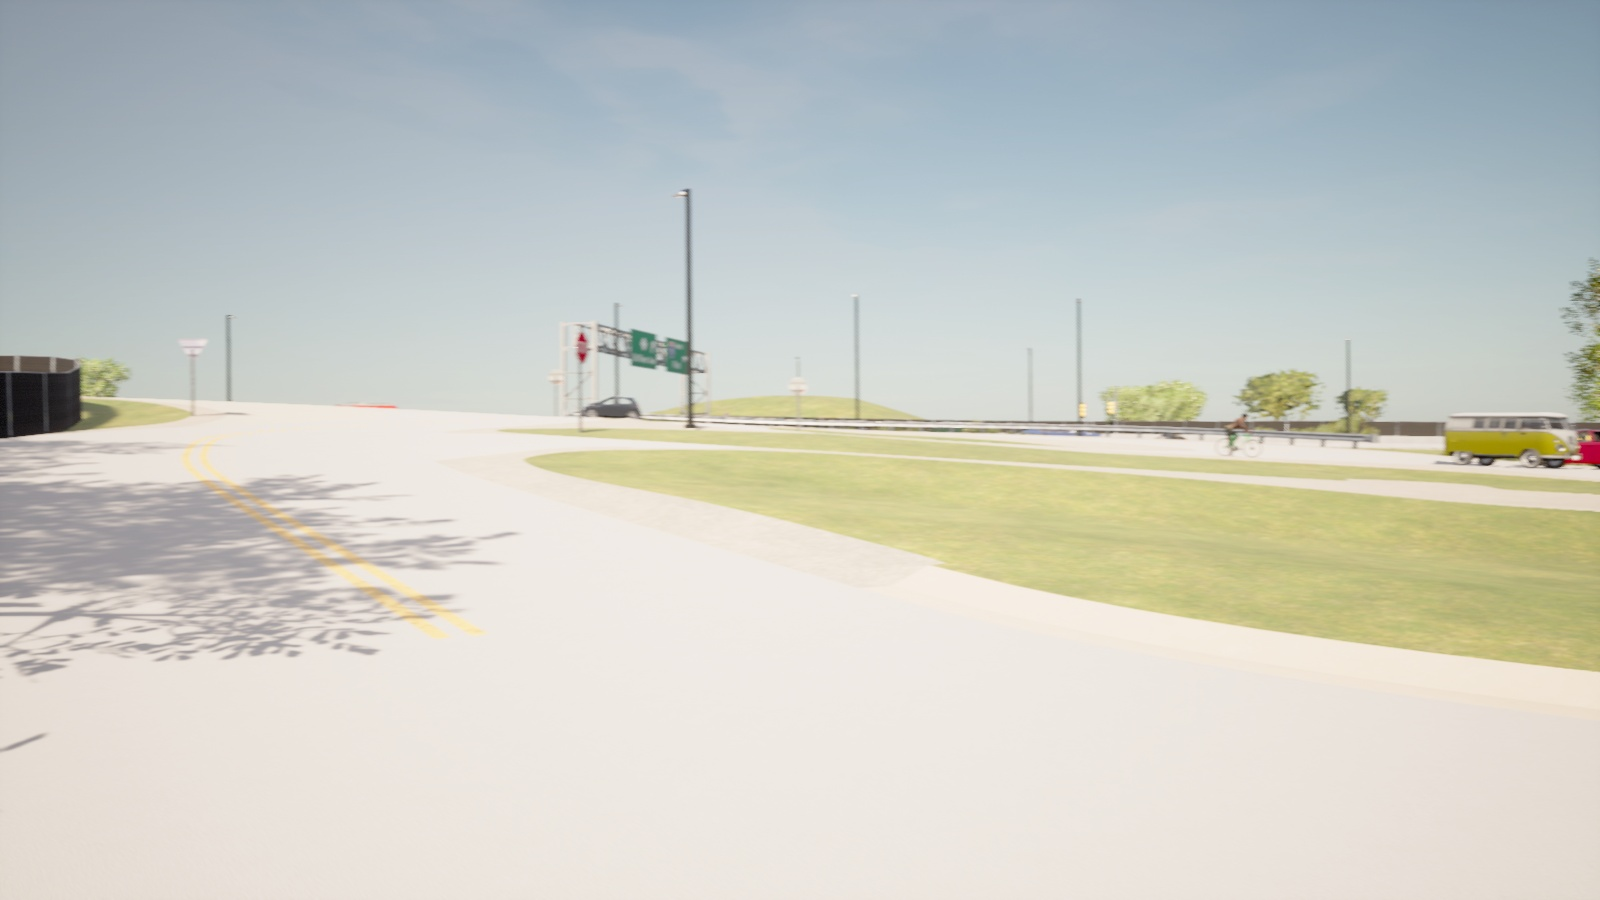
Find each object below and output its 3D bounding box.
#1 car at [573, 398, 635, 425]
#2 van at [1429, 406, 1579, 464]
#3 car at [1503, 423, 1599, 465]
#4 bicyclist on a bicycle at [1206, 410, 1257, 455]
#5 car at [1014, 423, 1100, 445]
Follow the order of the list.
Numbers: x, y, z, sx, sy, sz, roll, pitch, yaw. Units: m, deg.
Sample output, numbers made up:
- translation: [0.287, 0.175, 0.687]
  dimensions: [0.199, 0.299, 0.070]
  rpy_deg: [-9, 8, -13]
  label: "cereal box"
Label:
- translation: [-12.033, -2.380, 77.301]
  dimensions: [3.633, 1.501, 1.845]
  rpy_deg: [1, 0, -5]
  label: "car"
- translation: [25.407, -0.543, 45.479]
  dimensions: [1.775, 1.987, 4.442]
  rpy_deg: [1, 1, -29]
  label: "van"
- translation: [29.158, -0.236, 47.914]
  dimensions: [3.633, 1.501, 1.845]
  rpy_deg: [1, 1, 8]
  label: "car"
- translation: [16.067, -0.650, 46.785]
  dimensions: [1.656, 1.620, 0.582]
  rpy_deg: [3, 1, 13]
  label: "bicyclist on a bicycle"
- translation: [16.571, -1.045, 80.980]
  dimensions: [5.357, 1.411, 2.033]
  rpy_deg: [0, 0, 14]
  label: "car"
